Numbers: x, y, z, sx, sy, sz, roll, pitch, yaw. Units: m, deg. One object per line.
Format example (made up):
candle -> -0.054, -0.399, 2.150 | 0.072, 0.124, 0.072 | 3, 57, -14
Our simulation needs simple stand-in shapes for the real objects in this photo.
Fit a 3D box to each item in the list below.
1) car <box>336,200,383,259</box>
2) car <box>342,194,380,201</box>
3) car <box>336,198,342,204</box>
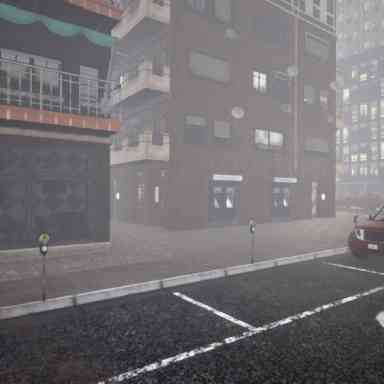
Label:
car -> 7.448, 1.317, 11.386 | 5.009, 1.841, 2.192 | 0, 0, -35
car -> 19.303, 1.110, 38.916 | 2.192, 1.841, 5.009 | 1, 0, -36
car -> 12.688, 1.331, 34.164 | 1.802, 1.307, 4.206 | 1, 0, -36
